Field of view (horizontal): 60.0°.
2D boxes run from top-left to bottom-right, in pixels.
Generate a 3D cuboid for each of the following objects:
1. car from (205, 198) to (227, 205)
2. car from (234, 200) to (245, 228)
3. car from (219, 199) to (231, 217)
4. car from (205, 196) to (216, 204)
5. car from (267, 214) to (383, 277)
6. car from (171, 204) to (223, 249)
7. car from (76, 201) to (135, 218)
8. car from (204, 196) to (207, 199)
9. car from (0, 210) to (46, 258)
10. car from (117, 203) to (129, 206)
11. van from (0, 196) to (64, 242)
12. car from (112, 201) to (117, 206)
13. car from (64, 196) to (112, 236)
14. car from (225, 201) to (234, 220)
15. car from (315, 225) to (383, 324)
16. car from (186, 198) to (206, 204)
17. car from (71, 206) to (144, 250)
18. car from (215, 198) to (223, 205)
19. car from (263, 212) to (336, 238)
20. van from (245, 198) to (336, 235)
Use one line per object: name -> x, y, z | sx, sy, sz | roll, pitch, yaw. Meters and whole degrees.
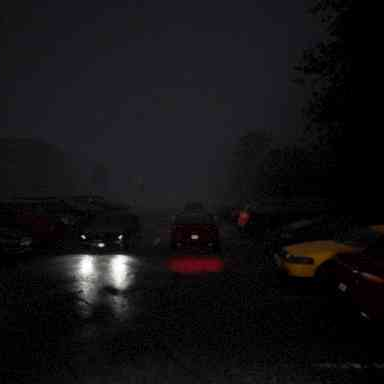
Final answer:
car -> 5.212, 2.119, 71.814 | 4.674, 1.452, 2.002 | 0, -1, 0
car -> 5.066, 1.407, 19.712 | 4.553, 1.767, 2.185 | 0, 0, 0
car -> 5.117, 1.577, 28.066 | 5.008, 1.535, 2.097 | 0, -1, 0
car -> 5.190, 2.002, 62.117 | 4.674, 1.452, 2.002 | 0, -1, 0
car -> 4.901, 1.499, 8.574 | 5.366, 1.575, 1.946 | 0, 0, 0
car -> 0.106, 1.514, 14.733 | 1.882, 1.535, 5.008 | 0, 0, 0
car -> -7.967, 1.599, 30.900 | 4.892, 1.521, 2.231 | 0, 0, 0
car -> 5.206, 2.000, 65.266 | 5.008, 1.535, 2.097 | 0, -1, 0
car -> -7.997, 1.508, 11.281 | 4.892, 1.521, 2.231 | 0, 0, 0
car -> -7.939, 1.325, 28.101 | 5.566, 2.045, 2.435 | 0, 0, 0
van -> -8.105, 1.288, 14.086 | 4.442, 1.987, 1.878 | 0, 0, 0
car -> -7.972, 1.543, 22.496 | 4.892, 1.521, 2.231 | 0, 0, 0
car -> -7.954, 1.280, 19.691 | 5.566, 2.045, 2.435 | 0, 0, 0
car -> 5.109, 1.599, 25.279 | 4.674, 1.452, 2.002 | 0, 0, 0
car -> 5.080, 1.495, 5.787 | 5.008, 1.535, 2.097 | 0, 0, 0
car -> 0.139, 1.646, 33.294 | 1.837, 1.490, 4.892 | 0, 0, 0
car -> -3.343, 1.583, 14.898 | 2.033, 1.411, 5.357 | 0, 0, 0
car -> 5.120, 1.624, 33.634 | 5.008, 1.535, 2.097 | 0, -1, 0
car -> 5.086, 1.549, 11.359 | 4.674, 1.452, 2.002 | 0, 0, 0
van -> 5.209, 1.296, 16.931 | 4.442, 1.987, 1.878 | 0, 0, 0
